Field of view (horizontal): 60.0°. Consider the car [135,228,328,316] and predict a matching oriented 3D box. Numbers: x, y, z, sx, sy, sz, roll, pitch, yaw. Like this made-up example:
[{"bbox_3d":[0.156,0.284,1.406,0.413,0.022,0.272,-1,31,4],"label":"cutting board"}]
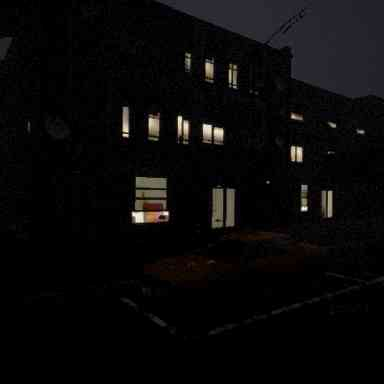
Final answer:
[{"bbox_3d":[1.126,1.526,7.507,4.829,1.417,1.752,0,1,-35],"label":"car"}]
